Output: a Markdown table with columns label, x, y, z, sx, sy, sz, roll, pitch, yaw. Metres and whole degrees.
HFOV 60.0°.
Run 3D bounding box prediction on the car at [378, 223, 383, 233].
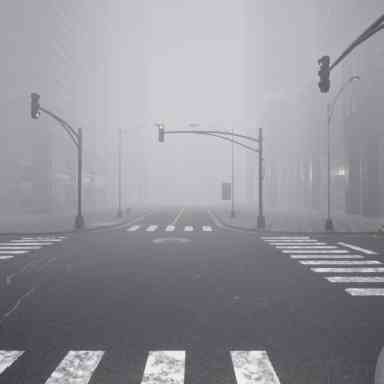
| label | x | y | z | sx | sy | sz | roll | pitch | yaw |
| --- | --- | --- | --- | --- | --- | --- | --- | --- | --- |
| car | 11.754 | 1.564 | 16.231 | 4.829 | 1.417 | 1.752 | 0 | -1 | 0 |
